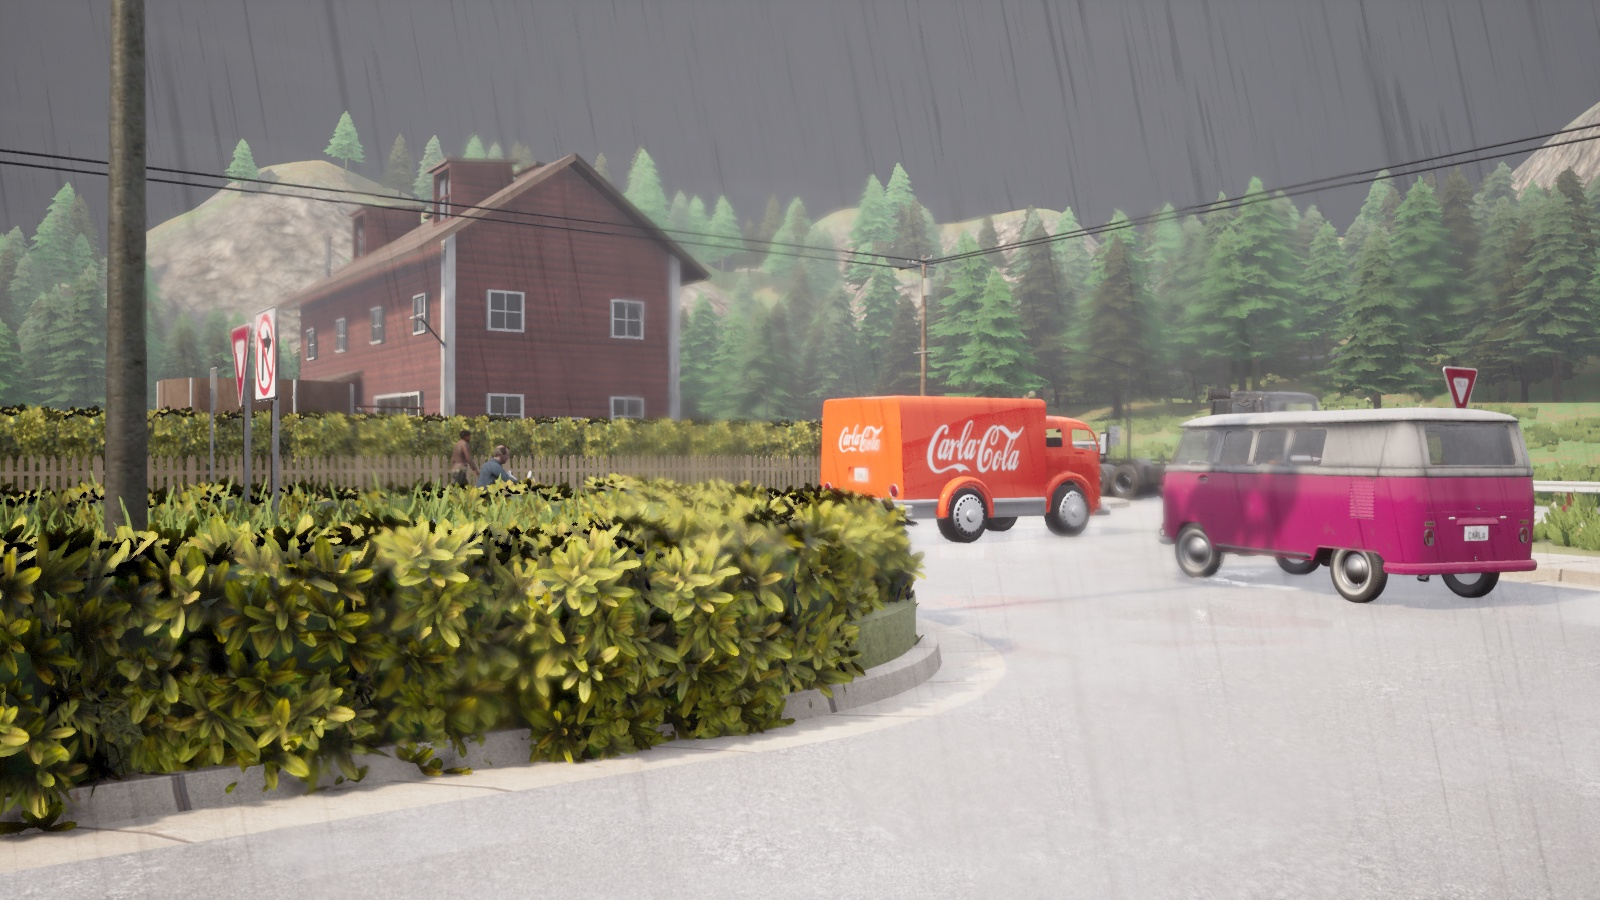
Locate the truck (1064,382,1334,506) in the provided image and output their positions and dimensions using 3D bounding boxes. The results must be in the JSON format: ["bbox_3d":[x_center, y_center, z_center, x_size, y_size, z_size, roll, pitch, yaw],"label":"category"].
[{"bbox_3d":[12.220,-0.170,39.275,2.891,3.462,7.936,0,0,-34],"label":"truck"}]

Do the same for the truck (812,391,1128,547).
[{"bbox_3d":[3.098,0.306,22.486,5.204,2.467,2.627,0,0,-35],"label":"truck"}]

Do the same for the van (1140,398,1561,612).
[{"bbox_3d":[5.870,0.520,14.076,1.775,1.987,4.442,0,0,-19],"label":"van"}]

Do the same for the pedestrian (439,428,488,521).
[{"bbox_3d":[-6.669,0.475,24.878,0.869,1.805,0.328,0,0,-35],"label":"pedestrian"}]

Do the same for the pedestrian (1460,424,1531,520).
[{"bbox_3d":[13.789,0.432,24.915,0.900,1.855,0.874,0,0,-28],"label":"pedestrian"}]
